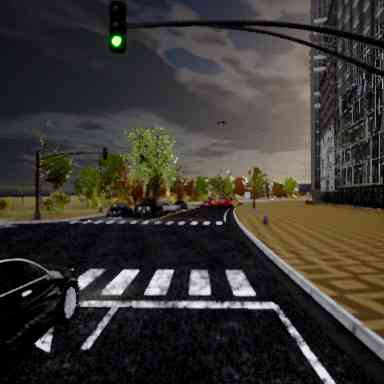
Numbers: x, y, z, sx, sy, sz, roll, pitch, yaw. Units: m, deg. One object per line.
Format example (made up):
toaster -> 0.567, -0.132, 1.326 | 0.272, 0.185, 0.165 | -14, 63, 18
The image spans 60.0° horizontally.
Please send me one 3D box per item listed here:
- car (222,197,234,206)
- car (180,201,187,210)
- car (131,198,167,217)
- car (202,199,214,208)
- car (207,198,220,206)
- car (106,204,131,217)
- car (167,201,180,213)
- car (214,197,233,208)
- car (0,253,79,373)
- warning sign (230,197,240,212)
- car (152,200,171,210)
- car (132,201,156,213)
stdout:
car -> 8.255, 2.157, 75.720 | 2.150, 2.045, 5.566 | 0, -1, 13
car -> -1.943, 2.207, 56.727 | 1.812, 1.442, 4.674 | 0, -1, 9
car -> -4.601, 1.656, 36.661 | 2.150, 2.045, 5.566 | 0, -1, 6
car -> 3.160, 2.373, 66.448 | 1.994, 1.385, 4.181 | 0, -1, 11
car -> 4.946, 2.281, 75.794 | 2.097, 1.767, 4.553 | 0, -1, 13
car -> -7.869, 1.993, 36.562 | 1.994, 1.385, 4.181 | 0, -1, 6
car -> -3.444, 2.156, 46.506 | 1.895, 1.301, 4.718 | 0, -1, 8
car -> 6.298, 2.023, 65.390 | 2.150, 2.045, 5.566 | 0, -1, 11
car -> -3.066, 1.557, 4.400 | 1.837, 1.490, 4.892 | 0, 0, 1
warning sign -> 5.643, 1.647, 43.491 | 1.300, 1.860, 1.060 | 0, 0, 7
car -> -5.187, 2.172, 57.049 | 2.128, 1.511, 4.902 | 0, -1, 9
car -> -6.679, 2.045, 46.819 | 2.128, 1.511, 4.902 | 0, -1, 8
